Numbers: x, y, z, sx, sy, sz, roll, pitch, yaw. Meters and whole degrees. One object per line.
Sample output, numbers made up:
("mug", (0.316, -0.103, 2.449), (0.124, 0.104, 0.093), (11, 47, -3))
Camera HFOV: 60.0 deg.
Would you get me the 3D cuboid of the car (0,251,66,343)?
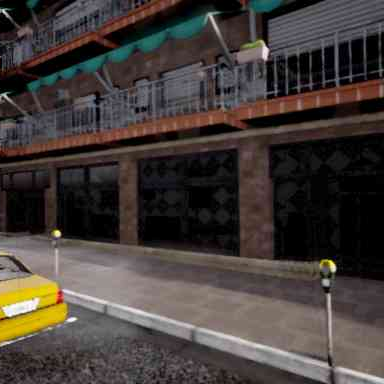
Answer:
("car", (-4.199, 1.552, 5.881), (4.829, 1.417, 1.752), (0, -1, 35))
